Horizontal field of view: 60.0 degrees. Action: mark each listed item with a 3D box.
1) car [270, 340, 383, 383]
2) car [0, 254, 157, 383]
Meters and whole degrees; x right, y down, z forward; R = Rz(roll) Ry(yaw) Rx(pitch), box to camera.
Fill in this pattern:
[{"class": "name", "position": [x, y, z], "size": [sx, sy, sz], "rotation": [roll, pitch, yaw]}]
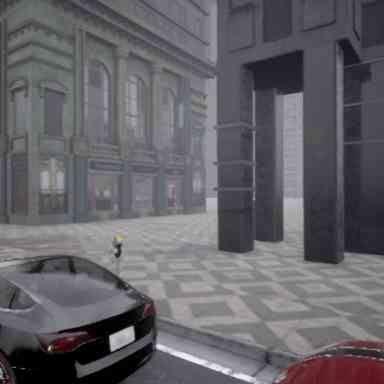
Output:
[{"class": "car", "position": [2.141, 1.440, 1.441], "size": [4.097, 1.590, 1.967], "rotation": [0, 0, 35]}, {"class": "car", "position": [-2.422, 1.567, 4.692], "size": [4.313, 1.339, 1.947], "rotation": [0, 0, 35]}]
